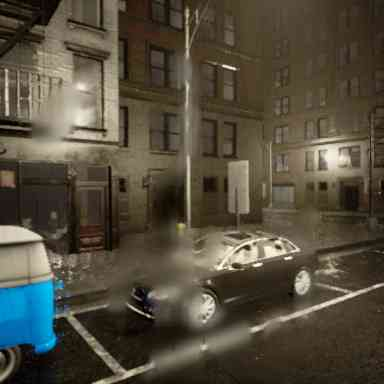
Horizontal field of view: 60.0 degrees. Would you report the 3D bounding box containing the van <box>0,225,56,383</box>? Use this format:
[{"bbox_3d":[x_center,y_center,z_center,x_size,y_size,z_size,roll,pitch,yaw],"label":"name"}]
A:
[{"bbox_3d":[-3.609,1.349,3.616,3.998,1.788,1.690,-1,0,-36],"label":"van"}]

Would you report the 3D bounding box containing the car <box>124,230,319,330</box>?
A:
[{"bbox_3d":[0.791,1.514,6.761,4.403,1.369,2.008,-1,0,-36],"label":"car"}]
